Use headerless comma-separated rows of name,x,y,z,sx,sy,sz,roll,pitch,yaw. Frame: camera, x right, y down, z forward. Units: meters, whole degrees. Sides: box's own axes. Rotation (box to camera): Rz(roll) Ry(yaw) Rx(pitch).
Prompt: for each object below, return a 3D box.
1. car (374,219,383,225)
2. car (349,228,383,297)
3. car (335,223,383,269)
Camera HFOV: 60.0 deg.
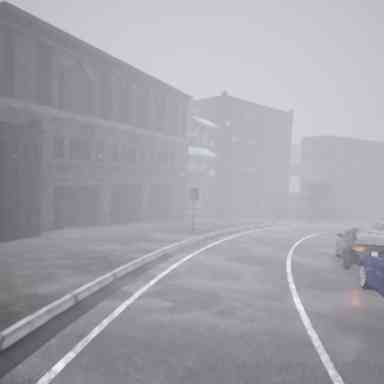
car,21.042,3.550,35.252,5.357,1.411,2.033,5,1,-40
car,5.230,1.875,7.303,1.882,1.535,5.008,3,-1,11
car,6.686,2.110,12.792,1.812,1.442,4.674,4,-1,18
